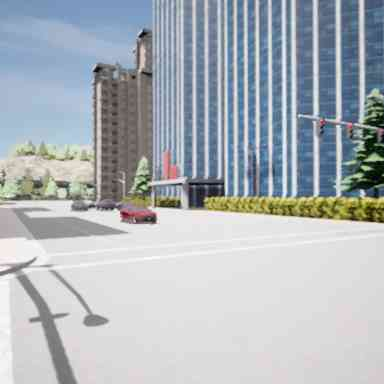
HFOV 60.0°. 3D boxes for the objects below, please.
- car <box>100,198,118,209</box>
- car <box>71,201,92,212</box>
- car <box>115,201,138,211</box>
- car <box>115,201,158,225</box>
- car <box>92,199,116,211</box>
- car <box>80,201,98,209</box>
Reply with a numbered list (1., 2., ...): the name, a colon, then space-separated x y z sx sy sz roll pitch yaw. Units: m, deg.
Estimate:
1. car: -15.135 2.066 60.321 2.097 1.767 4.553 0 -1 -30
2. car: -16.291 2.087 48.159 1.837 1.490 4.892 0 -1 -29
3. car: -10.267 2.156 51.929 2.033 1.411 5.357 0 -1 -29
4. car: -4.477 1.798 27.392 1.882 1.535 5.008 0 -1 -30
5. car: -13.041 2.095 49.719 1.837 1.490 4.892 0 -1 -29
6. car: -18.203 2.304 58.633 1.895 1.301 4.718 0 -1 -30
